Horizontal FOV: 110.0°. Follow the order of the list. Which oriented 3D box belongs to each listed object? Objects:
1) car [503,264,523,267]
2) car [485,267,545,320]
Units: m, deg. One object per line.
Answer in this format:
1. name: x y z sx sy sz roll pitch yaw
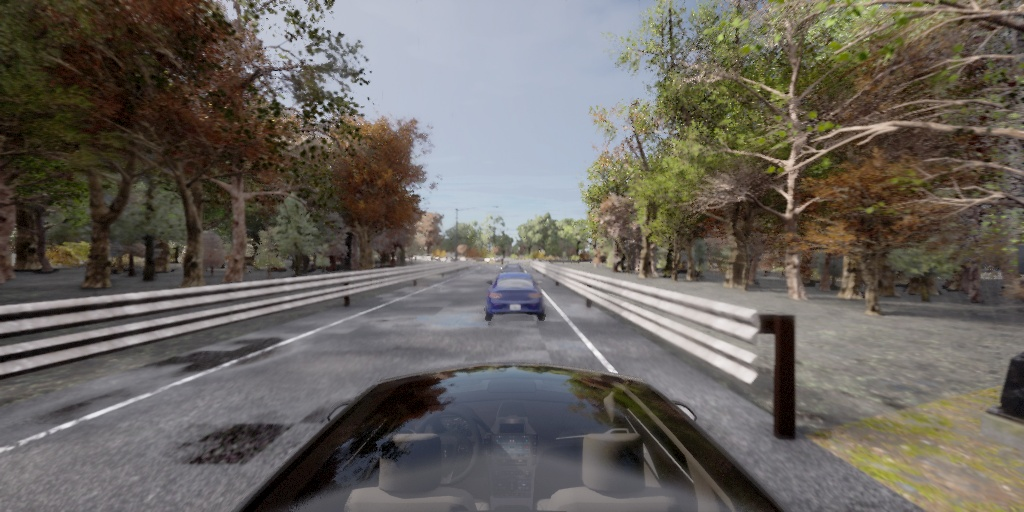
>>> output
1. car: 0.092 1.343 30.522 1.994 1.385 4.181 0 0 0
2. car: 0.097 1.287 12.494 1.812 1.442 4.674 0 0 0
